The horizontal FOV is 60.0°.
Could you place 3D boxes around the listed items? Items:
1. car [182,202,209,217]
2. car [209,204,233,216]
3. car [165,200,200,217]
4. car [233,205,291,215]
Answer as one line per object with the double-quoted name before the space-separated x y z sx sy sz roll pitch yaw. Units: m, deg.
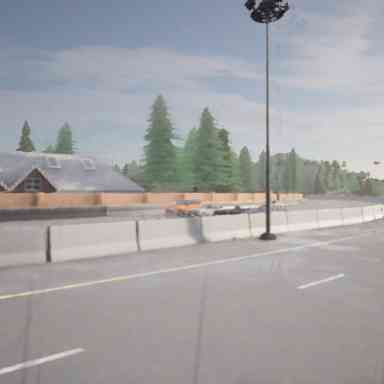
"car" 1.647 1.866 32.485 4.718 1.301 1.895 0 -1 -43
"car" 4.049 1.814 29.939 4.718 1.301 1.895 0 -1 -43
"car" -0.712 1.619 35.074 4.553 1.767 2.097 0 -1 -43
"car" 6.048 1.730 27.035 5.357 1.411 2.033 0 -1 -43
